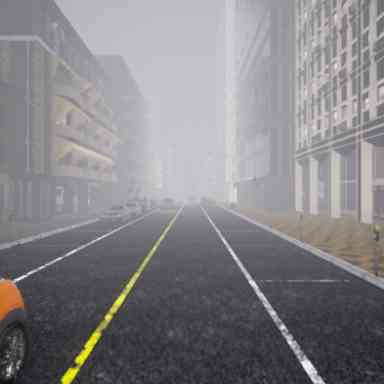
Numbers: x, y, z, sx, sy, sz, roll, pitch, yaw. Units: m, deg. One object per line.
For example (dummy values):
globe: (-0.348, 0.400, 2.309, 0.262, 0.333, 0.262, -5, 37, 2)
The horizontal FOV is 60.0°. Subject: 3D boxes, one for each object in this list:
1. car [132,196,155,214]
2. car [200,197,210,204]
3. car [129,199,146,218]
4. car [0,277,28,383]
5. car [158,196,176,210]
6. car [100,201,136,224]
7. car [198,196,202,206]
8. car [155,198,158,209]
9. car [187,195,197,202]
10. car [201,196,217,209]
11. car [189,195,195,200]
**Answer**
car: (-5.689, 1.381, 36.476, 2.192, 1.841, 5.009, 0, 0, 0)
car: (2.693, 1.708, 70.366, 1.947, 1.339, 4.313, 0, 0, 0)
car: (-5.689, 1.636, 30.827, 1.802, 1.307, 4.206, 0, 0, 0)
car: (-3.098, 1.356, 2.243, 2.097, 1.767, 4.553, 0, 0, 0)
car: (-3.086, 1.608, 44.227, 1.812, 1.442, 4.674, 0, 0, 0)
car: (-5.689, 1.624, 25.178, 1.802, 1.307, 4.206, 0, 0, 0)
car: (2.363, 1.591, 58.580, 1.882, 1.535, 5.008, 0, 0, 0)
car: (-5.688, 1.530, 47.773, 1.967, 1.590, 4.097, 0, 0, 0)
car: (0.003, 1.360, 76.423, 2.097, 1.767, 4.553, 0, 0, 0)
car: (2.692, 1.615, 47.943, 1.752, 1.417, 4.829, 0, 0, 0)
car: (0.004, 1.502, 95.098, 1.882, 1.535, 5.008, 0, 0, 0)
